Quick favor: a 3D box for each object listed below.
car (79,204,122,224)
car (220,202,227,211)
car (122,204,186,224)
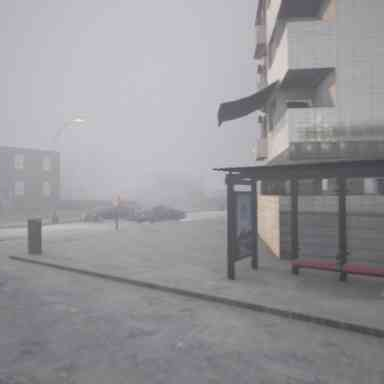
[{"bbox_3d":[-6.971,1.718,27.551,2.128,1.511,4.902,-1,0,35],"label":"car"},{"bbox_3d":[5.513,1.792,45.035,1.994,1.385,4.181,-1,0,36],"label":"car"},{"bbox_3d":[-2.689,1.733,26.495,2.033,1.411,5.357,-1,0,35],"label":"car"}]
